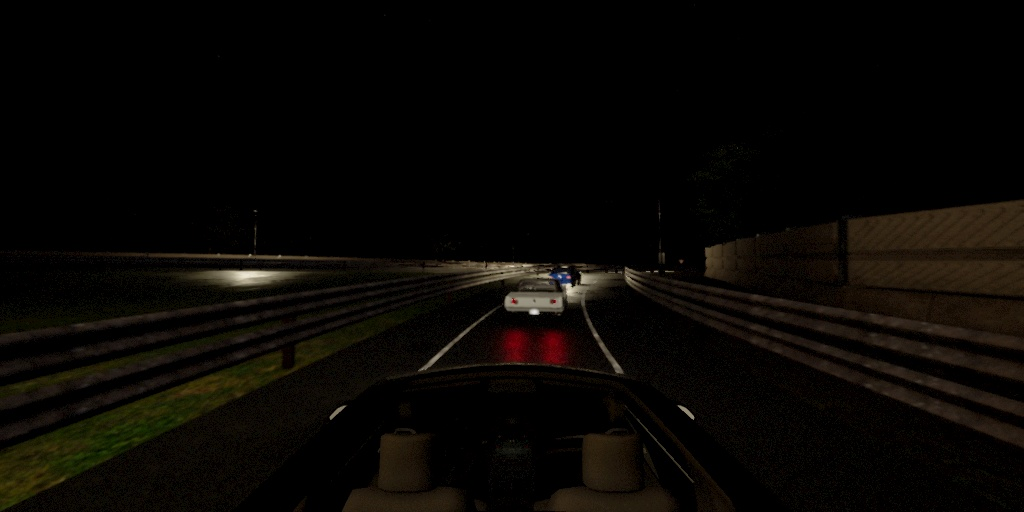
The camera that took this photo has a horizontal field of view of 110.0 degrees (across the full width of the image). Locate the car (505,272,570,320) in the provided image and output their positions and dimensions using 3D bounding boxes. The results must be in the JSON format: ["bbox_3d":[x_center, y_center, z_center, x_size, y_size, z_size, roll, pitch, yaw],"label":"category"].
[{"bbox_3d":[1.062,1.461,13.295,1.895,1.301,4.718,0,0,10],"label":"car"}]

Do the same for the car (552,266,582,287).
[{"bbox_3d":[3.908,1.463,26.155,2.033,1.411,5.357,-1,0,18],"label":"car"}]
